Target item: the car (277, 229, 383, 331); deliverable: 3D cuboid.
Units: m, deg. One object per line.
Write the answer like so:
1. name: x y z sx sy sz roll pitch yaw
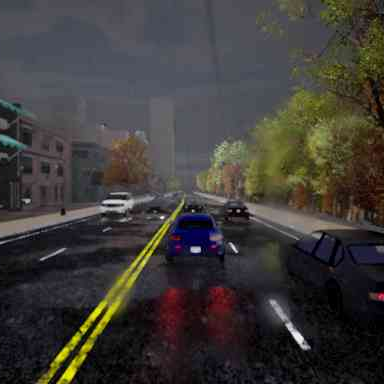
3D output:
1. car: 3.350 1.510 7.132 2.033 1.411 5.357 0 0 0

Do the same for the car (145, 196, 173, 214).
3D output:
1. car: -3.346 1.377 32.810 2.033 1.411 5.357 0 0 0

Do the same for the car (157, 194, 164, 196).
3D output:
1. car: -6.741 1.116 70.917 2.128 1.511 4.902 0 0 -1

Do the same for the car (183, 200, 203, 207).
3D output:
1. car: 0.101 1.431 32.667 1.895 1.301 4.718 0 0 0

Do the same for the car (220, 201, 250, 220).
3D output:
1. car: 3.353 1.409 26.544 2.033 1.411 5.357 0 0 0

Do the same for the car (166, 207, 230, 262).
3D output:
1. car: 0.115 1.464 11.791 1.812 1.442 4.674 0 0 0

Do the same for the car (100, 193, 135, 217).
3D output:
1. car: -6.595 1.068 29.960 2.150 2.045 5.566 0 0 0

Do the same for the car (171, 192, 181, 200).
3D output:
1. car: -3.542 0.888 74.056 2.097 1.767 4.553 0 0 -1
